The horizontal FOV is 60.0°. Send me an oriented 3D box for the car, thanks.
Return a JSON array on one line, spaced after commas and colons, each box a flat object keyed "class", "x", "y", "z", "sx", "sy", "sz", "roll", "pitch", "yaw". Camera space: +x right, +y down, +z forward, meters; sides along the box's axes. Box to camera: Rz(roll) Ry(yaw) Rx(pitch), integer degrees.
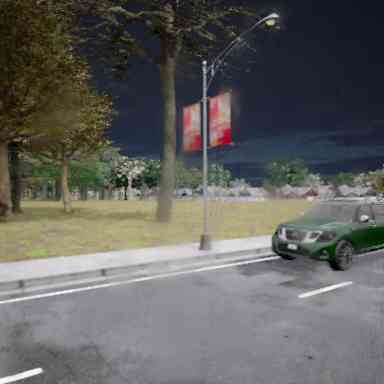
[{"class": "car", "x": 5.206, "y": 1.276, "z": 11.390, "sx": 5.566, "sy": 2.045, "sz": 2.150, "roll": 0, "pitch": 0, "yaw": -35}]
